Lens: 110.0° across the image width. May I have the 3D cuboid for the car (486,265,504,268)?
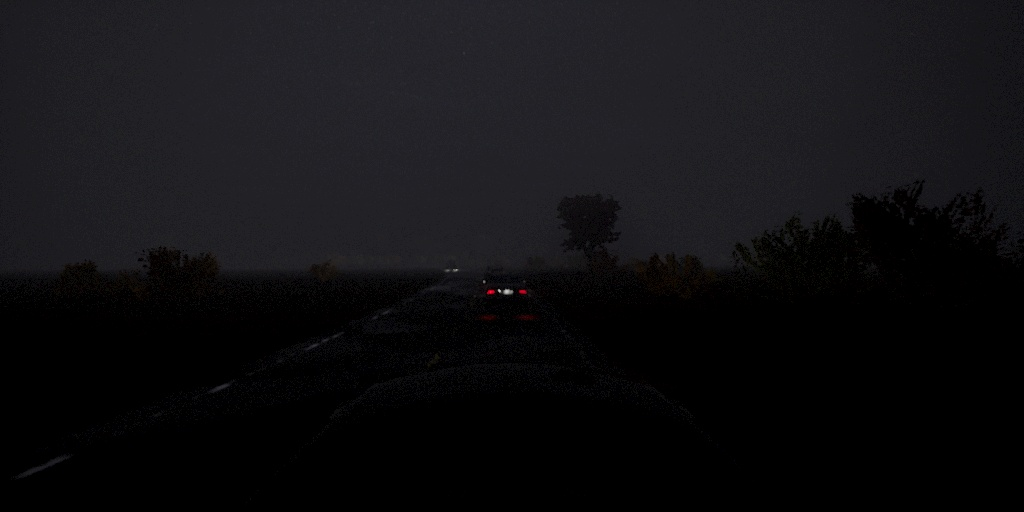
[{"bbox_3d":[-1.514,1.524,31.309,2.128,1.511,4.902,0,0,-6],"label":"car"}]

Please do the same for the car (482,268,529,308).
[{"bbox_3d":[-0.310,1.432,15.966,2.033,1.411,5.357,0,-1,-3],"label":"car"}]
